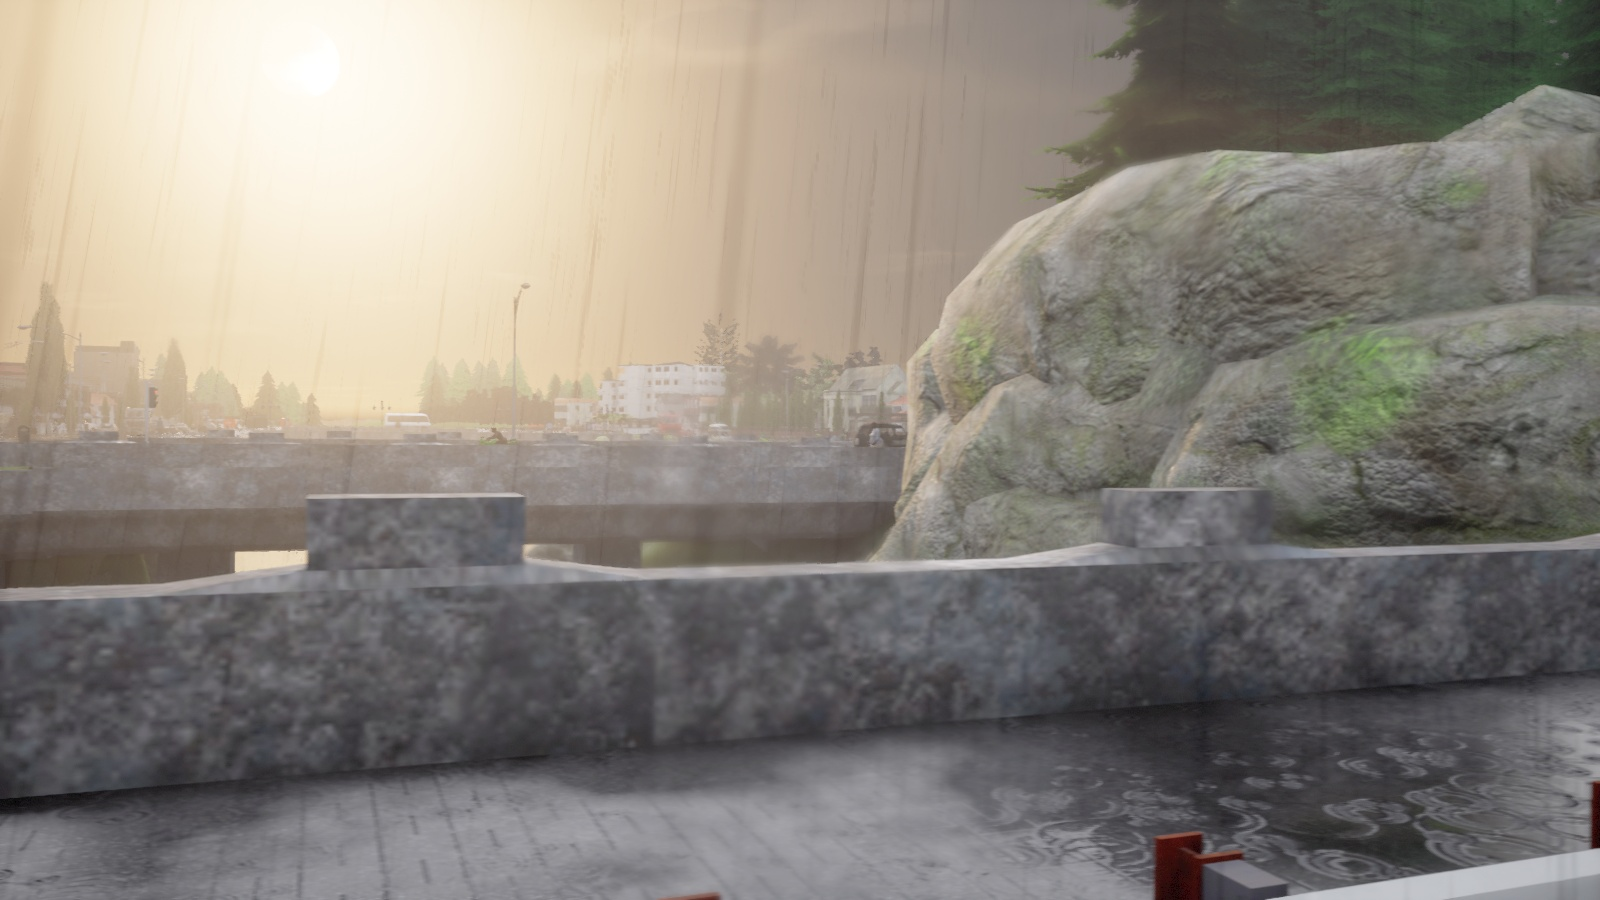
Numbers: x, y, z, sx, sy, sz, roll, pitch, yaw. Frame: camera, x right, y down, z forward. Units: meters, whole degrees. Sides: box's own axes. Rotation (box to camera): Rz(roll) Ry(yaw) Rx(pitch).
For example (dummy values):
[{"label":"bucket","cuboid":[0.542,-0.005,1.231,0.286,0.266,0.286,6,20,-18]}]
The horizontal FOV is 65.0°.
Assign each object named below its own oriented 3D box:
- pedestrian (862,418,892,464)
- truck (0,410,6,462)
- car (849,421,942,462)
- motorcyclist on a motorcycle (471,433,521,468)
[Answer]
[{"label":"pedestrian","cuboid":[3.214,-0.379,52.369,0.900,1.855,0.874,-1,1,-28]},{"label":"truck","cuboid":[-53.861,-0.917,80.979,2.891,3.462,7.936,-1,1,-21]},{"label":"car","cuboid":[4.432,-0.407,58.384,3.866,1.878,1.905,0,1,-21]},{"label":"motorcyclist on a motorcycle","cuboid":[-13.511,0.017,55.872,2.044,1.523,0.797,-1,1,-21]}]
